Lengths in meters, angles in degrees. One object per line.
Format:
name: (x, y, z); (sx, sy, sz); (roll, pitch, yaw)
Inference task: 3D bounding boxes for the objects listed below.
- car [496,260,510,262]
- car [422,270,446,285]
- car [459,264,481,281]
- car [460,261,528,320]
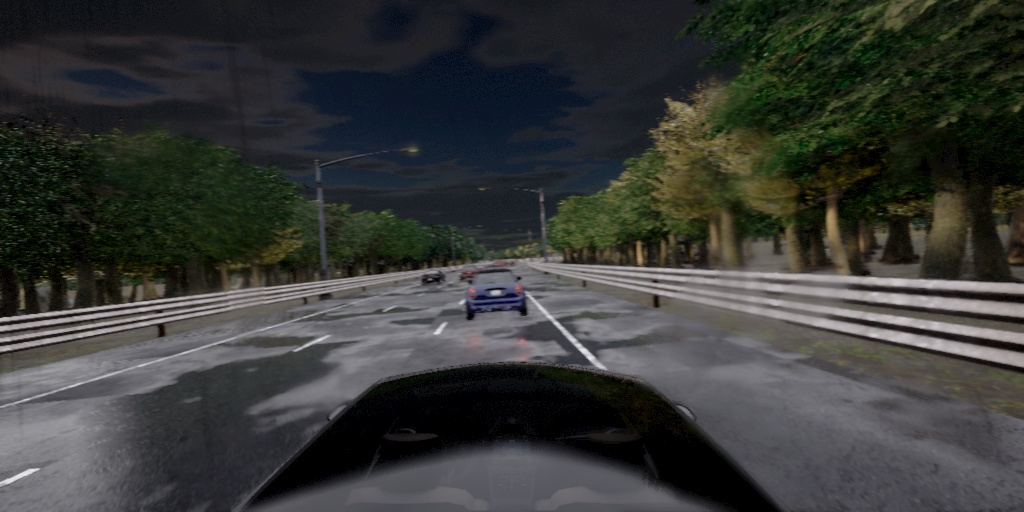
car: (-1.090, 1.448, 25.530); (2.097, 1.767, 4.553); (-4, -1, -2)
car: (-8.318, 2.219, 38.439); (1.882, 1.535, 5.008); (-4, -1, -1)
car: (-4.900, 1.911, 42.609); (2.097, 1.767, 4.553); (-4, -1, -1)
car: (-0.635, 1.276, 14.043); (2.097, 1.767, 4.553); (-4, -1, -3)
